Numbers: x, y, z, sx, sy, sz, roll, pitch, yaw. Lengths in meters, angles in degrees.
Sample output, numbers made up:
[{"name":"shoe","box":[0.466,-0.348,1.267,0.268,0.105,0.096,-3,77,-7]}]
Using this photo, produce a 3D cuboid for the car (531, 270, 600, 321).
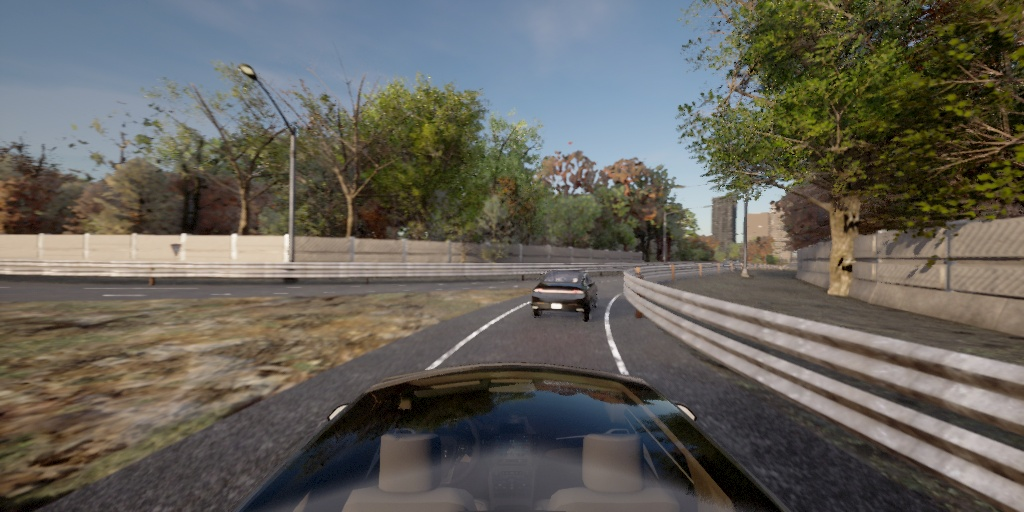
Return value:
[{"name":"car","box":[2.013,1.257,12.778,2.128,1.511,4.902,1,0,17]}]
